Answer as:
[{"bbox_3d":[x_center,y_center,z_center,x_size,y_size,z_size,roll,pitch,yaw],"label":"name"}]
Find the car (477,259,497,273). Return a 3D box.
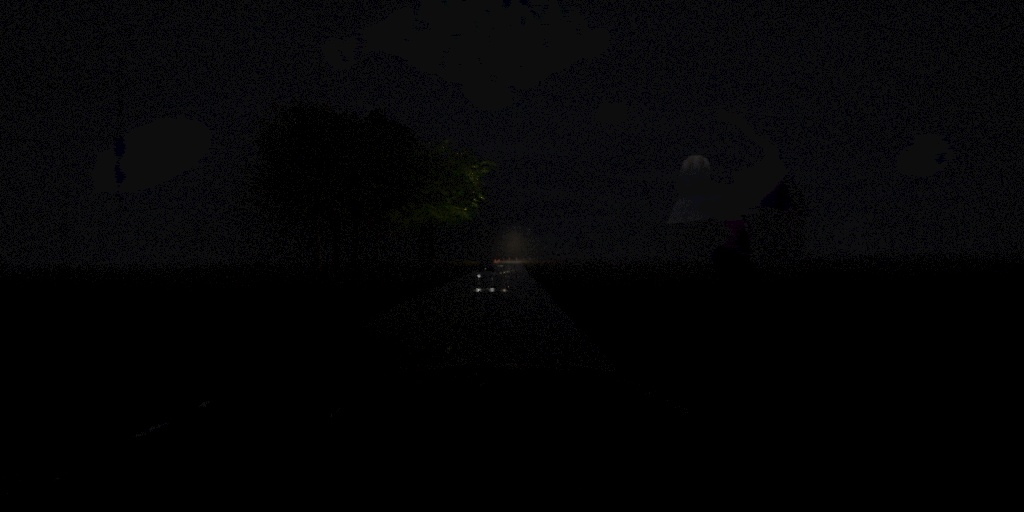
[{"bbox_3d":[-2.839,1.100,40.955,1.837,1.490,4.892,0,0,0],"label":"car"}]
